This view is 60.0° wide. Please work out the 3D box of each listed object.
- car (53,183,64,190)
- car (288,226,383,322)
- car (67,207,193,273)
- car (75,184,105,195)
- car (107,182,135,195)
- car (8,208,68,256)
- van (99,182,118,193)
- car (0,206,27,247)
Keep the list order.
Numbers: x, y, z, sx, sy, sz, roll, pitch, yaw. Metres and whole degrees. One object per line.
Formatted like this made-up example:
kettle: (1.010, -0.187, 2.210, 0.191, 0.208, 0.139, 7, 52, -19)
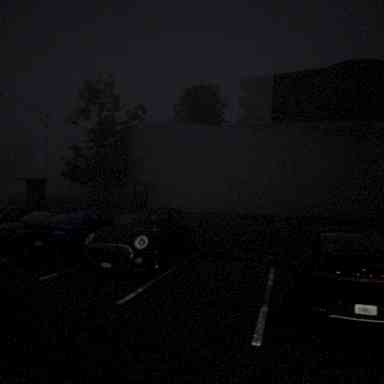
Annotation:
car: (-29.595, -1.274, 75.358, 4.674, 1.452, 2.002, 2, 5, 37)
car: (3.213, 1.478, 7.164, 2.231, 1.521, 4.892, 0, -1, 16)
car: (-1.520, 1.325, 10.708, 2.185, 1.767, 4.553, 1, -1, 18)
car: (-19.009, -0.223, 62.040, 5.008, 1.535, 2.097, 4, 7, 39)
car: (-13.900, -0.790, 65.111, 5.566, 2.045, 2.435, 4, 8, 39)
car: (-3.887, 1.437, 12.459, 2.097, 1.535, 5.008, 0, -1, 18)
van: (-16.348, -0.598, 63.485, 4.442, 1.987, 1.878, 4, 7, 39)
car: (-6.214, 1.468, 14.273, 2.002, 1.452, 4.674, 1, -1, 19)
